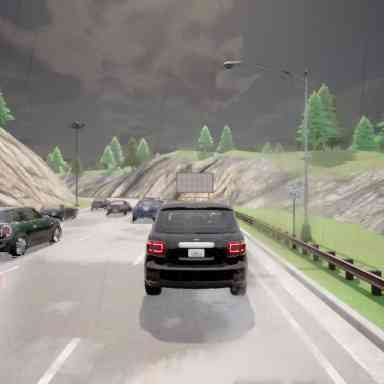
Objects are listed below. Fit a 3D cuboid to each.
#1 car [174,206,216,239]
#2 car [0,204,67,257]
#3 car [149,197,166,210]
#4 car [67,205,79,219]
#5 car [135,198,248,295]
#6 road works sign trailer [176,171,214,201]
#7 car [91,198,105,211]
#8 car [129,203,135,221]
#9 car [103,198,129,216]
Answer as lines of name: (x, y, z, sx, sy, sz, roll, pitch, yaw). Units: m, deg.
car: (0.117, 1.559, 18.060, 1.994, 1.385, 4.181, 0, 0, 0)
car: (-6.914, 1.353, 13.060, 2.097, 1.767, 4.553, 0, 0, 0)
car: (-4.530, 1.491, 43.248, 2.128, 1.511, 4.902, 0, 0, -7)
car: (-10.445, 1.601, 25.947, 1.895, 1.301, 4.718, 0, 0, 0)
car: (0.088, 1.221, 8.833, 2.150, 2.045, 5.566, 0, 0, 0)
road works sign trailer: (0.189, 0.464, 21.556, 2.380, 3.560, 2.880, 0, 0, 0)
car: (-11.382, 1.504, 41.668, 1.837, 1.490, 4.892, 0, 0, -6)
car: (-3.469, 1.352, 26.854, 2.097, 1.767, 4.553, 0, 0, -1)
car: (-7.163, 1.525, 32.869, 1.812, 1.442, 4.674, 0, 0, -3)
